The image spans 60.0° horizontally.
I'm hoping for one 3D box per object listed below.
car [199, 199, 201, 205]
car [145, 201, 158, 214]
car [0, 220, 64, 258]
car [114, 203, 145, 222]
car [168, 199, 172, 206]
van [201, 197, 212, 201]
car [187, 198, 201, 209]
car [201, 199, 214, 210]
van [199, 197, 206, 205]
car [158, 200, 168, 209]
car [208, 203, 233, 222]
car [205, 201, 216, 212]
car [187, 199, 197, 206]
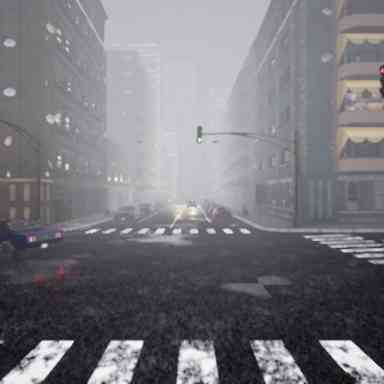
[{"bbox_3d":[2.684,2.170,57.297,1.947,1.339,4.313,0,-1,0],"label":"car"},{"bbox_3d":[-5.697,1.991,40.739,1.947,1.339,4.313,0,-1,0],"label":"car"},{"bbox_3d":[-7.543,1.764,13.245,4.718,1.301,1.895,-2,-1,23],"label":"car"},{"bbox_3d":[-5.697,1.873,29.693,1.947,1.339,4.313,0,-1,0],"label":"car"},{"bbox_3d":[-5.697,2.306,68.355,1.802,1.307,4.206,0,-1,0],"label":"car"},{"bbox_3d":[2.682,1.885,51.776,1.690,1.788,3.998,0,-1,0],"label":"van"},{"bbox_3d":[-0.001,2.166,58.718,2.033,1.411,5.357,0,-1,0],"label":"car"},{"bbox_3d":[2.683,2.029,46.250,1.887,1.381,4.507,0,-1,0],"label":"car"},{"bbox_3d":[2.681,2.249,84.915,1.690,1.788,3.998,-1,-1,0],"label":"van"},{"bbox_3d":[-5.698,2.148,57.309,1.887,1.381,4.507,0,-1,0],"label":"car"},{"bbox_3d":[2.684,1.890,29.681,1.802,1.307,4.206,0,-1,0],"label":"car"},{"bbox_3d":[2.684,1.932,35.204,1.947,1.339,4.313,0,-1,0],"label":"car"},{"bbox_3d":[0.000,2.132,69.142,1.994,1.385,4.181,0,-1,0],"label":"car"}]
